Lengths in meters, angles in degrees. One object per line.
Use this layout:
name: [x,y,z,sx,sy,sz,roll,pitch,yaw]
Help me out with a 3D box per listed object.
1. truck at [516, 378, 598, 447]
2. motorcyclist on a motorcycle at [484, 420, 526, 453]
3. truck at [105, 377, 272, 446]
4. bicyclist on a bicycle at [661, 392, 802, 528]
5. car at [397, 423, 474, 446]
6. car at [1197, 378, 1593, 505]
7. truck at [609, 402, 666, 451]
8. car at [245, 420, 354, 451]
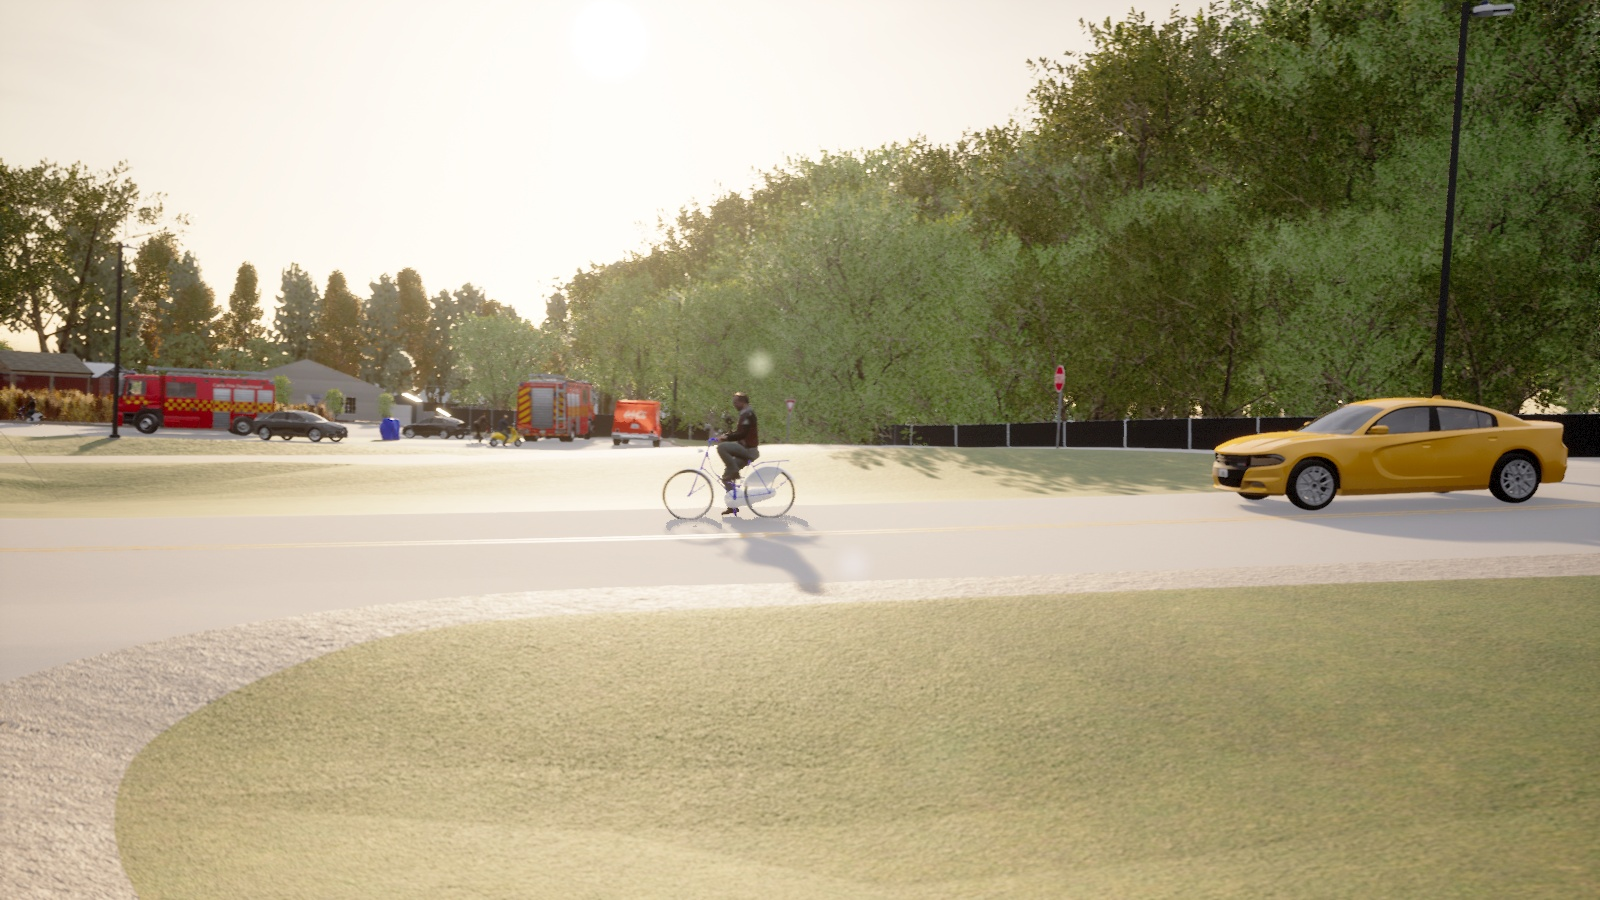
truck: [-14.123,-2.224,73.676,2.891,3.827,8.468,0,2,1]
motorcyclist on a motorcycle: [-14.608,-0.682,62.153,1.817,1.590,0.866,-1,4,-39]
truck: [-35.703,-2.198,73.440,8.468,3.827,2.891,0,2,-33]
bicyclist on a bicycle: [-0.947,0.111,17.262,1.843,1.776,0.659,-2,3,-7]
car: [-24.570,-1.055,84.542,4.892,1.490,1.837,1,2,23]
car: [8.644,-0.176,18.437,5.008,1.535,1.882,-3,3,-7]
truck: [-8.844,-1.323,68.814,2.627,2.467,5.204,1,2,-2]
car: [-24.824,-0.735,62.317,4.892,1.490,1.837,1,1,15]
